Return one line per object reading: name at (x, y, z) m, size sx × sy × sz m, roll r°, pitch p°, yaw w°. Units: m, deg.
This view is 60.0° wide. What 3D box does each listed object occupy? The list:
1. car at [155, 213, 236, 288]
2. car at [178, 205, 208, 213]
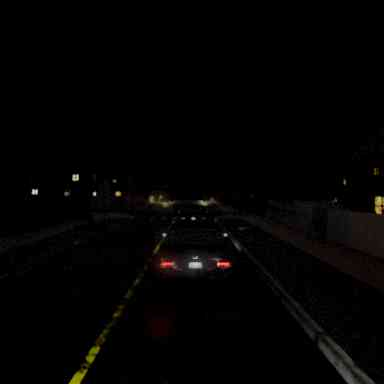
car at (0.082, 1.556, 9.357) m, size 2.033 × 1.411 × 5.357 m, roll 0°, pitch 0°, yaw 0°
car at (0.066, 1.576, 21.626) m, size 2.033 × 1.411 × 5.357 m, roll 0°, pitch 0°, yaw 0°
